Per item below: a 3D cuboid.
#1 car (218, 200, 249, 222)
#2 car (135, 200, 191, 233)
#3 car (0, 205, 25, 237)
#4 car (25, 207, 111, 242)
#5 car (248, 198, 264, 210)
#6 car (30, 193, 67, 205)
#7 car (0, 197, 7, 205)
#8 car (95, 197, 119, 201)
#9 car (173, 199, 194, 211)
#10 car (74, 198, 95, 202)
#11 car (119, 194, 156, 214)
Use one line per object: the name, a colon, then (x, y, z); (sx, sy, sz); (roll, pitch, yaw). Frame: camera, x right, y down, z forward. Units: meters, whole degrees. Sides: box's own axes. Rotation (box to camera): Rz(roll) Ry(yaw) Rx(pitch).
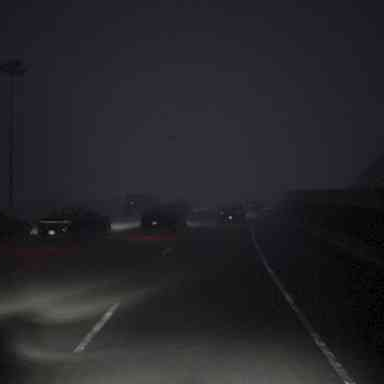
car: (3.311, 1.595, 26.718); (1.895, 1.301, 4.718); (0, 0, 12)
car: (-1.569, 1.472, 19.836); (1.882, 1.535, 5.008); (0, 0, 9)
car: (-9.304, 1.518, 15.071); (1.812, 1.442, 4.674); (0, 0, 6)
car: (-5.600, 1.485, 16.430); (2.128, 1.511, 4.902); (0, 0, 7)
car: (7.836, 1.518, 42.305); (1.812, 1.442, 4.674); (0, 0, 19)
car: (-20.268, 1.204, 47.195); (2.150, 2.045, 5.566); (0, 0, 18)
car: (-25.590, 1.331, 41.494); (2.097, 1.767, 4.553); (0, 0, 16)
car: (-11.929, 1.460, 49.938); (1.882, 1.535, 5.008); (0, 0, 20)
car: (-1.176, 1.482, 37.241); (2.128, 1.511, 4.902); (0, 0, 16)
car: (-15.616, 1.582, 50.025); (1.895, 1.301, 4.718); (0, 0, 20)
car: (-5.296, 1.210, 35.610); (2.150, 2.045, 5.566); (0, 0, 15)
